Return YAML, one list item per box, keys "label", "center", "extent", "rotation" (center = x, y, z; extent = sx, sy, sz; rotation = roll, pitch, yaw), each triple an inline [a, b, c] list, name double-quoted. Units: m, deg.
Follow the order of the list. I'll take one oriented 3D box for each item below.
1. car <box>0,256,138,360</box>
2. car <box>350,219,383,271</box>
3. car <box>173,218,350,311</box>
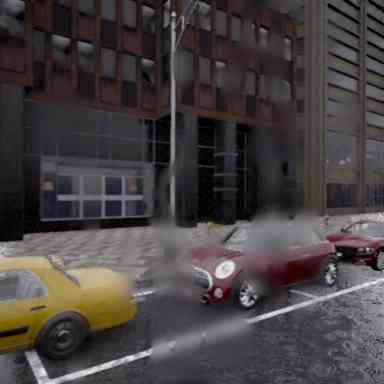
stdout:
- label: "car"
  center: [-3.141, 1.525, 4.404]
  extent: [4.829, 1.417, 1.752]
  rotation: [0, 0, -36]
- label: "car"
  center: [6.116, 1.584, 11.011]
  extent: [4.507, 1.381, 1.887]
  rotation: [0, 0, -36]
- label: "car"
  center: [1.557, 1.460, 7.757]
  extent: [4.097, 1.590, 1.967]
  rotation: [0, 0, -36]
